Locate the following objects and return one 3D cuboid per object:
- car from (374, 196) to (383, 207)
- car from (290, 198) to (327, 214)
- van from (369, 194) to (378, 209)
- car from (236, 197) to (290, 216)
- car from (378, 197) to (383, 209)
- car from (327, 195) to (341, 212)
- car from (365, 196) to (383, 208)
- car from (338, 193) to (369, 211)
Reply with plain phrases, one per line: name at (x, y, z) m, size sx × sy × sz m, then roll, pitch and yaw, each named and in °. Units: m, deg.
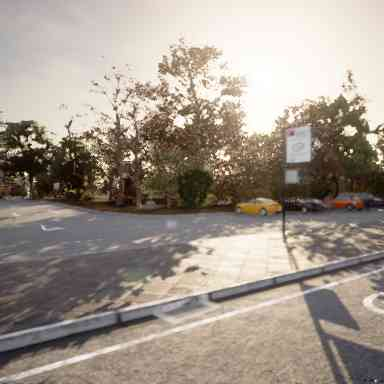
car at (28.873, 1.412, 47.100) m, size 2.097 × 1.535 × 5.008 m, roll 0°, pitch 0°, yaw -36°
car at (10.734, 1.337, 34.164) m, size 2.097 × 1.535 × 5.008 m, roll 0°, pitch 0°, yaw -35°
van at (19.737, 1.135, 40.720) m, size 1.878 × 1.987 × 4.442 m, roll 0°, pitch 0°, yaw -36°
car at (6.205, 1.345, 30.925) m, size 2.097 × 1.535 × 5.008 m, roll 0°, pitch 0°, yaw -35°
car at (24.339, 1.426, 43.862) m, size 2.002 × 1.452 × 4.674 m, roll 0°, pitch 0°, yaw -36°
car at (13.005, 1.379, 35.779) m, size 2.002 × 1.452 × 4.674 m, roll 0°, pitch 0°, yaw -35°
car at (26.711, 1.396, 45.333) m, size 1.946 × 1.575 × 5.366 m, roll 0°, pitch 0°, yaw -36°
car at (17.559, 1.226, 38.985) m, size 2.185 × 1.767 × 4.553 m, roll 0°, pitch 0°, yaw -36°
